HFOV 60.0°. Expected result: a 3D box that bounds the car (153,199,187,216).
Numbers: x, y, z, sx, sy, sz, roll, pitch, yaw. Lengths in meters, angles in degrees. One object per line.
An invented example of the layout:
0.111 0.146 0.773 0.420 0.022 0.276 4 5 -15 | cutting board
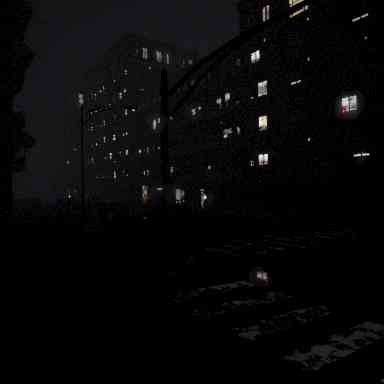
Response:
-2.240 1.441 33.322 1.967 1.590 4.097 -1 1 -36 | car

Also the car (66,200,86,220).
-8.955 1.652 28.310 1.752 1.417 4.829 -1 1 -36 | car

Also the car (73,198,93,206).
-18.338 1.644 55.828 1.947 1.339 4.313 -1 1 -36 | car

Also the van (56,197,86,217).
-12.277 1.483 32.947 1.690 1.788 3.998 -1 1 -36 | van

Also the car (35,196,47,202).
-37.658 1.728 82.836 1.887 1.381 4.507 -1 1 -36 | car

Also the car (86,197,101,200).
-15.120 1.502 51.326 1.967 1.590 4.097 -1 1 -36 | car

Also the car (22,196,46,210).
-21.935 1.628 46.452 1.967 1.590 4.097 -1 1 -36 | car

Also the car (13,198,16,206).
-31.593 1.782 59.956 1.887 1.381 4.507 -1 1 -36 | car

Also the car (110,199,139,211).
-8.678 1.581 42.325 2.008 1.369 4.403 -1 1 -36 | car

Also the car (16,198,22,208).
-25.153 1.770 50.954 1.947 1.339 4.313 -1 1 -36 | car

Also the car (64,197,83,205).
-21.558 1.645 60.330 2.008 1.369 4.403 -1 1 -36 | car

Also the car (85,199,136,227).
-5.836 1.553 23.947 1.967 1.590 4.097 -1 1 -36 | car

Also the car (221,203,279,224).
4.102 1.498 24.459 1.752 1.417 4.829 -1 1 -36 | car
